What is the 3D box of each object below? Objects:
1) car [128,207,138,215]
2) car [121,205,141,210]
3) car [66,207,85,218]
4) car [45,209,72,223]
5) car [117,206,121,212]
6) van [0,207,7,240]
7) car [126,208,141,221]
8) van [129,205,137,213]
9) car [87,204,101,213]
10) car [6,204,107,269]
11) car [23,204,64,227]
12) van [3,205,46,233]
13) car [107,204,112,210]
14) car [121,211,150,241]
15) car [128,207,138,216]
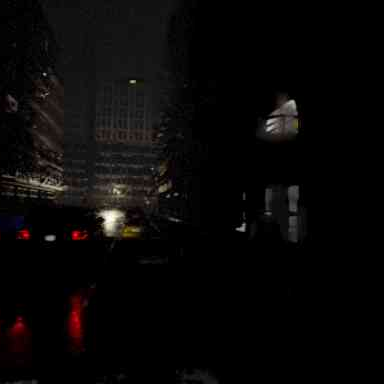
[{"bbox_3d":[-11.548,3.622,64.920,1.752,1.417,4.829,2,-2,-10],"label":"car"},{"bbox_3d":[-6.482,2.485,37.027,2.192,1.841,5.009,2,-2,-10],"label":"car"},{"bbox_3d":[-16.254,2.877,46.713,1.802,1.307,4.206,2,-2,-10],"label":"car"},{"bbox_3d":[-14.242,2.510,35.619,1.802,1.307,4.206,2,-2,-10],"label":"car"},{"bbox_3d":[-17.251,4.102,81.849,1.837,1.490,4.892,2,-2,-14],"label":"car"},{"bbox_3d":[-11.218,1.722,18.987,1.690,1.788,3.998,2,-2,-10],"label":"van"},{"bbox_3d":[-7.525,2.884,42.733,1.752,1.417,4.829,2,-2,-10],"label":"car"},{"bbox_3d":[-13.524,3.805,75.854,1.690,1.788,3.998,2,-2,-10],"label":"van"},{"bbox_3d":[-20.269,3.351,68.911,2.192,1.841,5.009,2,-2,-10],"label":"car"},{"bbox_3d":[-4.610,1.519,12.309,2.150,2.045,5.566,2,-2,-10],"label":"car"},{"bbox_3d":[-13.228,2.061,30.082,2.192,1.841,5.009,2,-2,-10],"label":"car"},{"bbox_3d":[-12.223,1.904,24.534,1.690,1.788,3.998,2,-2,-10],"label":"van"},{"bbox_3d":[-23.847,4.025,89.647,4.902,1.511,2.128,1,-2,19],"label":"car"},{"bbox_3d":[-3.502,2.153,20.545,1.752,1.417,4.829,2,-2,-10],"label":"car"},{"bbox_3d":[-10.542,3.437,59.373,1.752,1.417,4.829,2,-2,-10],"label":"car"}]
